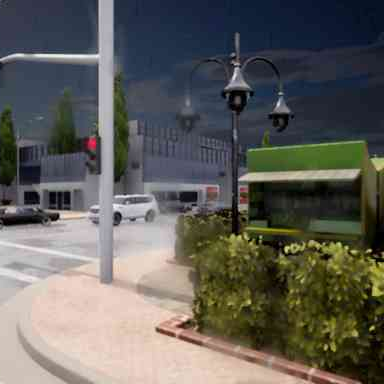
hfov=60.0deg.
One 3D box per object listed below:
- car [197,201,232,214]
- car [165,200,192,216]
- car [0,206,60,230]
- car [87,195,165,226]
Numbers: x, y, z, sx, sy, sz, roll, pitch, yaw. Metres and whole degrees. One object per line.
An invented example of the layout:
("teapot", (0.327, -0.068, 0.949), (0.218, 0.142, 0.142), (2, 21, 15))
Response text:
("car", (2.370, 1.564, 33.407), (1.994, 1.385, 4.181), (0, 0, 38))
("car", (-2.178, 1.548, 33.194), (2.033, 1.411, 5.357), (0, 0, 37))
("car", (-11.105, 1.602, 21.341), (1.895, 1.301, 4.718), (0, 0, 38))
("car", (-4.769, 1.222, 23.886), (2.150, 2.045, 5.566), (0, 0, 37))
